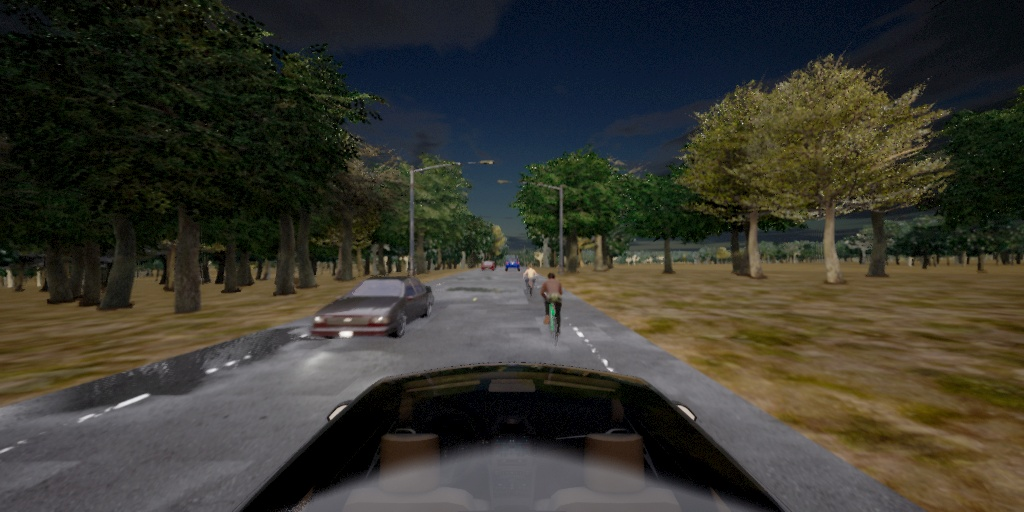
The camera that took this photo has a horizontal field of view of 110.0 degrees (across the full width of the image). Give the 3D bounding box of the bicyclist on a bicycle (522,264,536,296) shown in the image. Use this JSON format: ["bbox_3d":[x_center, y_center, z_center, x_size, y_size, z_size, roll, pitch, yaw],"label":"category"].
[{"bbox_3d":[0.959,1.228,18.560,0.866,1.612,1.509,0,0,0],"label":"bicyclist on a bicycle"}]

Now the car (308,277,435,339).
[{"bbox_3d":[-3.599,1.316,10.442,2.033,1.411,5.357,0,0,0],"label":"car"}]

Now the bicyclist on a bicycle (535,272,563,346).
[{"bbox_3d":[0.962,1.217,8.557,0.582,1.620,1.656,0,0,0],"label":"bicyclist on a bicycle"}]

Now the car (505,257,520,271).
[{"bbox_3d":[0.108,1.245,55.664,2.150,2.045,5.566,0,-1,1],"label":"car"}]

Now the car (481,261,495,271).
[{"bbox_3d":[-3.560,1.478,53.520,1.882,1.535,5.008,0,-1,0],"label":"car"}]
